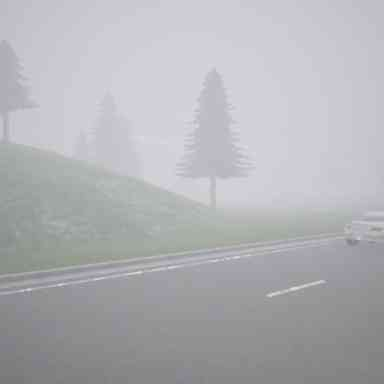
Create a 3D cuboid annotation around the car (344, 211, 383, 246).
[{"bbox_3d":[8.269,1.533,14.066,4.674,1.442,1.812,0,0,-35],"label":"car"}]
